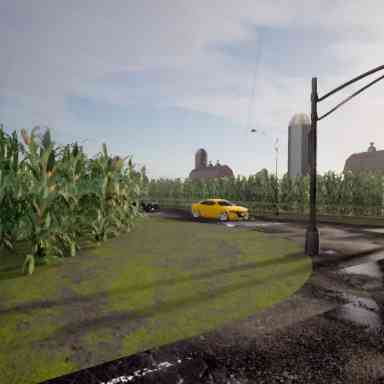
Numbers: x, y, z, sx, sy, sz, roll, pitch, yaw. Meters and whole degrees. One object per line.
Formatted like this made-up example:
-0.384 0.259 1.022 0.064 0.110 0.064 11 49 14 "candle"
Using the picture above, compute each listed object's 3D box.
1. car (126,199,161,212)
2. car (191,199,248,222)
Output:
-5.103 1.323 33.824 1.895 1.301 4.718 2 0 -38 "car"
1.975 1.291 24.689 1.882 1.535 5.008 2 -1 -37 "car"
